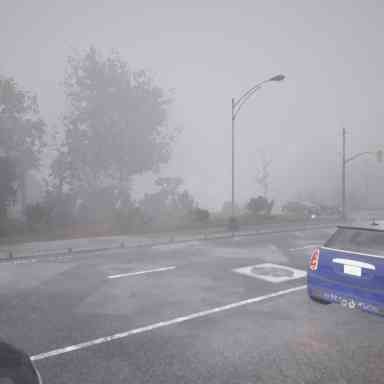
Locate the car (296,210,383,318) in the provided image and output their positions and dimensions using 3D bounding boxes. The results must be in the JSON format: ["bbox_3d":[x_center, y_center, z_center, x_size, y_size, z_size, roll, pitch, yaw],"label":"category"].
[{"bbox_3d":[4.481,1.361,6.900,4.553,1.767,2.097,0,0,-35],"label":"car"}]

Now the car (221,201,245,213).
[{"bbox_3d":[5.932,1.966,44.925,2.097,1.767,4.553,0,-3,-32],"label":"car"}]

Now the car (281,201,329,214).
[{"bbox_3d":[11.723,1.724,35.741,1.837,1.490,4.892,0,-1,-29],"label":"car"}]

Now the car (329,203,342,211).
[{"bbox_3d":[14.619,1.722,37.644,2.128,1.511,4.902,0,-2,-33],"label":"car"}]

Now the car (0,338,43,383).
[{"bbox_3d":[-3.265,1.492,1.417,4.902,1.511,2.128,0,0,-36],"label":"car"}]
